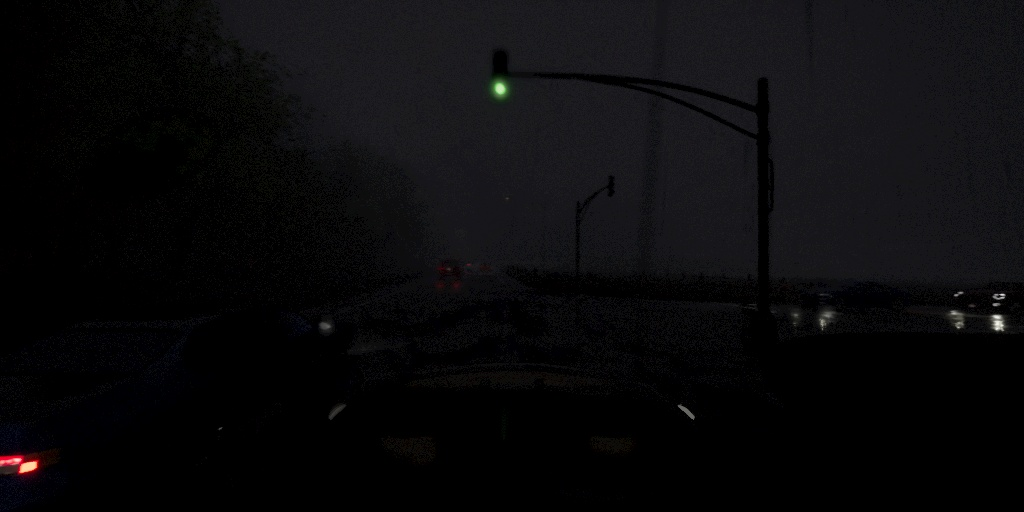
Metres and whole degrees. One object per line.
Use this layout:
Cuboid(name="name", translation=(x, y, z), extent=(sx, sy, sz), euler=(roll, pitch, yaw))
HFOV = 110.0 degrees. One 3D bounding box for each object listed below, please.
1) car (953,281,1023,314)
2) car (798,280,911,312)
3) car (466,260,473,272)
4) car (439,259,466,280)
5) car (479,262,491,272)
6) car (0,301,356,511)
Cuboid(name="car", translation=(26.815, 2.145, 19.325), extent=(4.553, 1.767, 2.097), euler=(2, -2, -4))
Cuboid(name="car", translation=(17.723, 2.017, 18.673), extent=(5.008, 1.535, 1.882), euler=(2, -2, -4))
Cuboid(name="car", translation=(-8.334, 1.748, 64.539), extent=(2.150, 2.045, 5.566), euler=(1, -1, -4))
Cuboid(name="car", translation=(-6.250, 1.387, 37.083), extent=(2.150, 2.045, 5.566), euler=(1, -1, -4))
Cuboid(name="car", translation=(-4.725, 1.916, 63.059), extent=(2.097, 1.767, 4.553), euler=(1, -1, -5))
Cuboid(name="car", translation=(-3.769, 1.279, 4.498), extent=(2.033, 1.411, 5.357), euler=(1, -1, -4))
